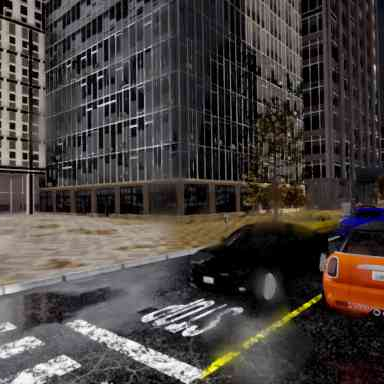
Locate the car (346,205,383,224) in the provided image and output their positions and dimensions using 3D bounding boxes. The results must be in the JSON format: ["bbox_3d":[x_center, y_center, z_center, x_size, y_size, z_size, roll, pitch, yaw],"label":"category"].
[{"bbox_3d":[13.922,1.720,26.531,1.802,1.307,4.206,-1,-1,41],"label":"car"}]

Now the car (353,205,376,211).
[{"bbox_3d":[9.137,1.556,17.064,1.882,1.535,5.008,-2,-1,41],"label":"car"}]

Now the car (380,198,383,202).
[{"bbox_3d":[42.984,1.658,77.771,4.507,1.381,1.887,-1,-2,40],"label":"car"}]

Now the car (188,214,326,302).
[{"bbox_3d":[1.978,1.565,8.801,1.882,1.535,5.008,-2,-2,41],"label":"car"}]

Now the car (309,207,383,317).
[{"bbox_3d":[4.411,1.357,6.877,2.097,1.767,4.553,-2,-1,41],"label":"car"}]

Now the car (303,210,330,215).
[{"bbox_3d":[6.532,1.673,17.997,1.752,1.417,4.829,-1,-1,41],"label":"car"}]
